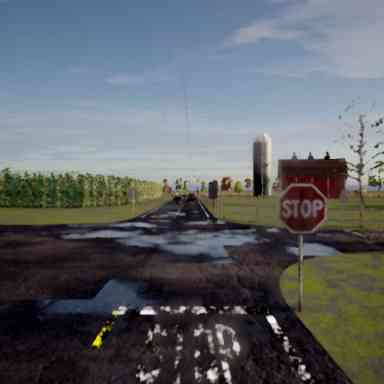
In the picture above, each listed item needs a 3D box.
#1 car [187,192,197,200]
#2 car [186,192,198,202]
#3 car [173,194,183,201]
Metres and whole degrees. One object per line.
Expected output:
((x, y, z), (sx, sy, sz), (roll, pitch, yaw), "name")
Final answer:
((-0.027, 0.851, 72.709), (2.097, 1.767, 4.553), (0, 0, 0), "car")
((-0.020, 1.126, 62.306), (1.837, 1.490, 4.892), (0, 0, 0), "car")
((-2.772, 1.177, 66.919), (1.994, 1.385, 4.181), (0, 0, 0), "car")
